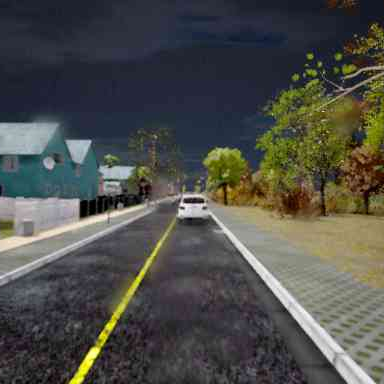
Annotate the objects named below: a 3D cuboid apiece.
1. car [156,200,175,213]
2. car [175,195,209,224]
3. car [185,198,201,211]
[{"bbox_3d":[-2.775,1.586,36.570,1.994,1.385,4.181,0,0,1],"label":"car"},{"bbox_3d":[0.110,1.238,25.328,2.150,2.045,5.566,0,0,0],"label":"car"},{"bbox_3d":[0.098,1.574,43.499,2.033,1.411,5.357,0,0,0],"label":"car"}]
